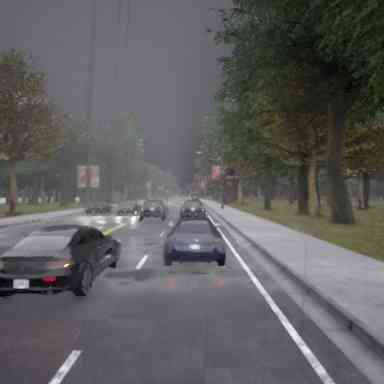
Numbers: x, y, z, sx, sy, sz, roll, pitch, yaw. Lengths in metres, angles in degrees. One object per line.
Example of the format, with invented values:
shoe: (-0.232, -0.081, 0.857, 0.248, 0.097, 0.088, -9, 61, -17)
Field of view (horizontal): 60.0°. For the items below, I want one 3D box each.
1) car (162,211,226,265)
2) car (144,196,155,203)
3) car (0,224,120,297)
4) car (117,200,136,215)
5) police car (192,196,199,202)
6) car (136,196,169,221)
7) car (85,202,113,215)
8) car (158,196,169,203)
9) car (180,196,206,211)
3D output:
car: (0.087, 1.602, 11.868, 1.994, 1.385, 4.181, 0, 0, 0)
car: (-9.756, 1.732, 76.782, 1.837, 1.490, 4.892, 0, 0, 0)
car: (-3.167, 1.552, 8.531, 1.812, 1.442, 4.674, 0, 0, 1)
car: (-6.598, 1.633, 34.996, 1.837, 1.490, 4.892, 0, 0, 0)
police car: (0.939, 1.965, 92.860, 1.930, 1.638, 5.238, 0, -1, 0)
car: (-3.161, 1.451, 28.590, 2.097, 1.767, 4.553, 0, 0, 0)
car: (-9.849, 1.731, 35.397, 1.895, 1.301, 4.718, 0, 0, 0)
car: (-6.506, 1.757, 76.784, 2.128, 1.511, 4.902, 0, 0, 0)
car: (0.089, 1.451, 28.587, 2.097, 1.767, 4.553, 0, 0, 0)
